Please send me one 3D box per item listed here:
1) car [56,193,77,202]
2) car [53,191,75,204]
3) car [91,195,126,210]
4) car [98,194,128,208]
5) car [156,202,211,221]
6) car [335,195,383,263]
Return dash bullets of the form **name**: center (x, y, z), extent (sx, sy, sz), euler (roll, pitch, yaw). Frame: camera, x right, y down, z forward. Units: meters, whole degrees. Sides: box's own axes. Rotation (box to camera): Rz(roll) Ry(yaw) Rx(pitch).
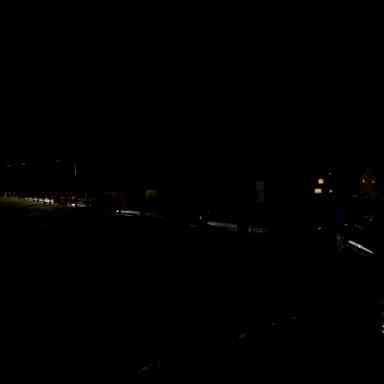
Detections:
- **car**: center (-22.151, 0.888, 58.607), extent (2.128, 1.511, 4.902), euler (1, 0, -36)
- **car**: center (-19.088, 0.816, 49.609), extent (2.097, 1.767, 4.553), euler (1, 0, -36)
- **car**: center (-9.409, 1.136, 36.227), extent (2.128, 1.511, 4.902), euler (1, 0, -36)
- **car**: center (-10.041, 1.098, 42.076), extent (1.882, 1.535, 5.008), euler (1, 0, -36)
- **car**: center (-0.685, 1.398, 24.295), extent (1.895, 1.301, 4.718), euler (1, 0, -36)
- **car**: center (6.104, 1.190, 9.936), extent (2.150, 2.045, 5.566), euler (2, 2, 5)
